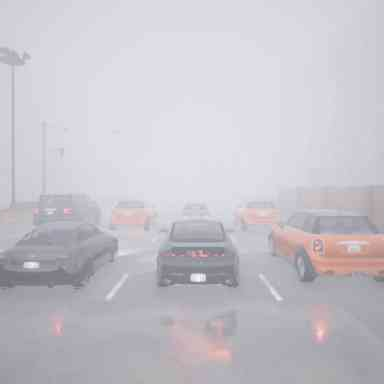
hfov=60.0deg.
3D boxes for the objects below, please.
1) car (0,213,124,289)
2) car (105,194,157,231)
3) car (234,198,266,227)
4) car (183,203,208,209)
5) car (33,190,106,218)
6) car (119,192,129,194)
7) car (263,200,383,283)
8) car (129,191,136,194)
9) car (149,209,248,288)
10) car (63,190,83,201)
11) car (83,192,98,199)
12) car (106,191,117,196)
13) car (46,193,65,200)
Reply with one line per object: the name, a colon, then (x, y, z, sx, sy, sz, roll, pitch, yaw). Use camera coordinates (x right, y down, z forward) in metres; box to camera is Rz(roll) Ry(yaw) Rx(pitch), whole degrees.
car: (-3.358, 1.483, 8.989, 1.994, 1.385, 4.181, 0, 1, 0)
car: (-3.303, 1.179, 19.422, 2.097, 1.767, 4.553, 0, 1, 0)
car: (3.696, 1.180, 19.342, 2.097, 1.767, 4.553, 0, 1, 0)
car: (0.210, 1.364, 20.715, 2.033, 1.411, 5.357, 0, 1, 0)
car: (-6.808, 1.056, 18.705, 2.150, 2.045, 5.566, 0, 1, 0)
car: (-16.961, 0.690, 78.264, 1.882, 1.535, 5.008, 0, 1, 1)
car: (3.646, 1.267, 9.588, 2.097, 1.767, 4.553, 0, 1, 0)
car: (-16.760, 0.438, 93.016, 1.812, 1.442, 4.674, 0, 1, 1)
car: (0.142, 1.424, 8.988, 1.837, 1.490, 4.892, 0, 1, 0)
car: (-24.104, 0.601, 67.518, 2.150, 2.045, 5.566, 0, 1, 1)
car: (-23.956, 0.731, 78.655, 2.128, 1.511, 4.902, 0, 1, 1)
car: (-17.108, 0.878, 67.214, 1.837, 1.490, 4.892, 0, 1, 1)
car: (-27.608, 0.974, 67.298, 1.895, 1.301, 4.718, 0, 1, 1)
